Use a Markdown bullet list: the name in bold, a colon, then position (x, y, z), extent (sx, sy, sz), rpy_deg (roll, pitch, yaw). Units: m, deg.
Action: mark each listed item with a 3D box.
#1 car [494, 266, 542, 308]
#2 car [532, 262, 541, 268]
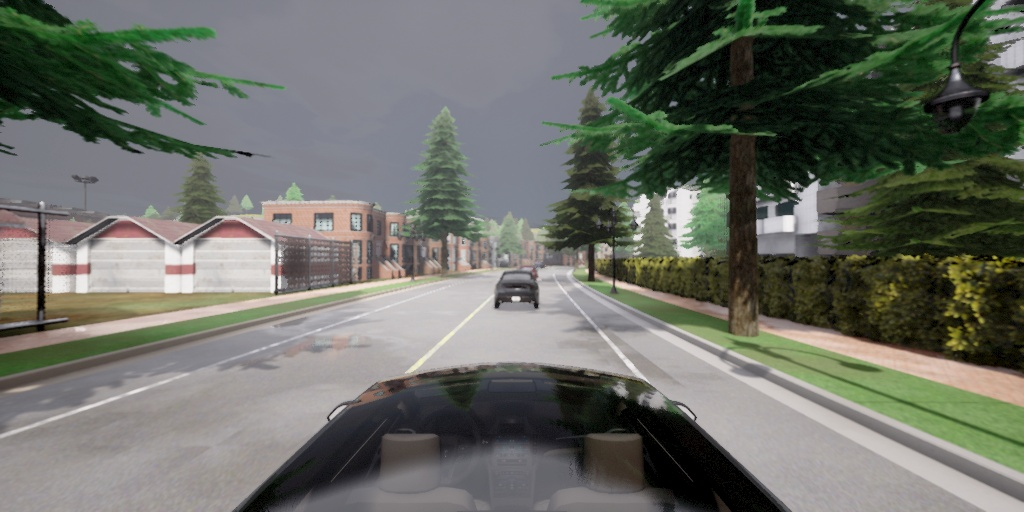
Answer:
- **car**: position (0.267, 1.390, 16.061), extent (1.837, 1.490, 4.892), rpy_deg (0, 0, 3)
- **car**: position (1.339, 1.546, 31.020), extent (1.812, 1.442, 4.674), rpy_deg (0, 0, 6)
